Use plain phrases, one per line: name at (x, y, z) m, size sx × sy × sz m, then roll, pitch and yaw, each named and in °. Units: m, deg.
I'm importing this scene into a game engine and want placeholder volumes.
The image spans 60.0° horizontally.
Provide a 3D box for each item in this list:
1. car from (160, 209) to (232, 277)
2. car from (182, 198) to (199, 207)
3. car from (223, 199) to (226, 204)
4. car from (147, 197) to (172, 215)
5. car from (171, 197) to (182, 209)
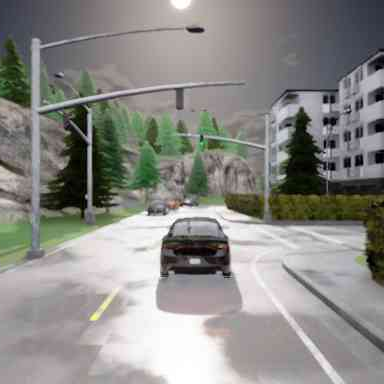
car at (0.160, 1.510, 10.435) m, size 1.882 × 1.535 × 5.008 m, roll 0°, pitch 0°, yaw 2°
car at (-0.479, 1.734, 54.184) m, size 1.994 × 1.385 × 4.181 m, roll 0°, pitch 0°, yaw 24°
car at (8.399, 1.609, 66.489) m, size 4.718 × 1.301 × 1.895 m, roll 0°, pitch 0°, yaw -40°
car at (-3.494, 1.614, 34.734) m, size 1.837 × 1.490 × 4.892 m, roll 0°, pitch 0°, yaw 1°
car at (-3.060, 1.491, 43.893) m, size 2.097 × 1.767 × 4.553 m, roll 0°, pitch 0°, yaw 6°
